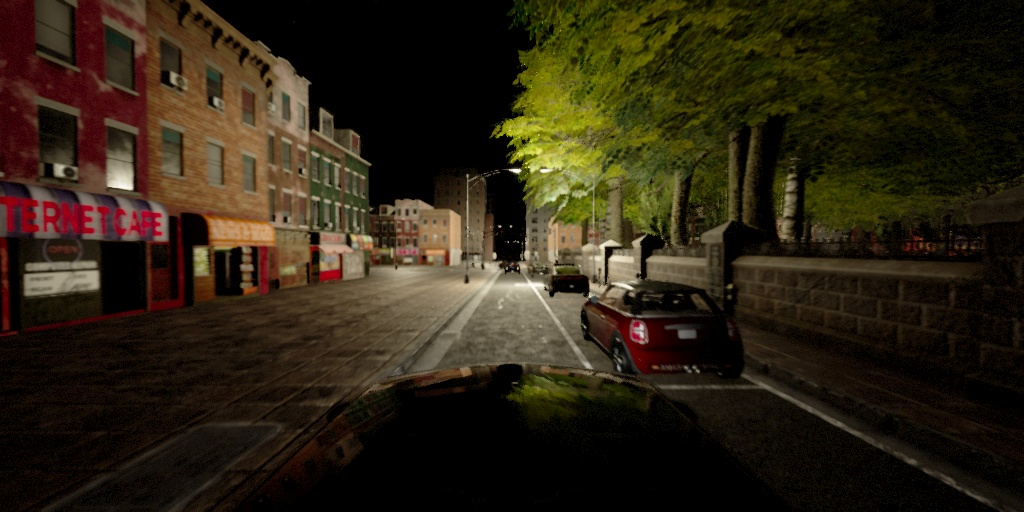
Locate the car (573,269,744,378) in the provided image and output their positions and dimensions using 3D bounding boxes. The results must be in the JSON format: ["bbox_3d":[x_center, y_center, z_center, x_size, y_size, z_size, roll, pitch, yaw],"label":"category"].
[{"bbox_3d":[2.637,1.190,7.290,1.967,1.591,4.097,0,0,0],"label":"car"}]

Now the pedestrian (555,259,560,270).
[{"bbox_3d":[2.750,1.056,22.086,0.375,1.860,0.375,-1,1,0],"label":"pedestrian"}]

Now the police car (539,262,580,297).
[{"bbox_3d":[2.750,1.184,19.095,1.930,1.638,5.238,0,0,0],"label":"police car"}]

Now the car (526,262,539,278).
[{"bbox_3d":[2.636,1.338,34.540,2.007,1.370,4.403,0,0,0],"label":"car"}]

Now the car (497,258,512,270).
[{"bbox_3d":[-0.608,1.383,52.728,1.837,1.490,4.892,1,-1,-25],"label":"car"}]

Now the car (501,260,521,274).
[{"bbox_3d":[0.074,1.407,41.710,1.895,1.301,4.718,0,0,0],"label":"car"}]
